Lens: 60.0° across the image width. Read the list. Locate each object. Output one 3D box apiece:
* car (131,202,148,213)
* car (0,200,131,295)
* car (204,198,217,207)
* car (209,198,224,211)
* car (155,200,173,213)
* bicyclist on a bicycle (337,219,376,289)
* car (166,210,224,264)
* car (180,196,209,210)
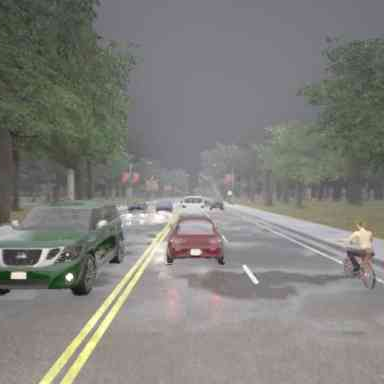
[{"bbox_3d":[-6.580,1.838,41.022,1.895,1.301,4.718,0,0,0],"label":"car"},{"bbox_3d":[-3.347,1.274,9.182,2.150,2.045,5.566,0,0,0],"label":"car"},{"bbox_3d":[3.279,1.841,59.553,2.128,1.511,4.902,0,0,0],"label":"car"},{"bbox_3d":[3.371,1.774,46.302,1.837,1.490,4.892,0,0,0],"label":"car"},{"bbox_3d":[-3.328,1.711,40.430,1.882,1.535,5.008,0,0,0],"label":"car"},{"bbox_3d":[4.166,1.484,8.317,0.866,1.612,1.509,0,0,0],"label":"bicyclist on a bicycle"},{"bbox_3d":[0.106,1.594,11.966,1.812,1.442,4.674,0,0,0],"label":"car"},{"bbox_3d":[0.115,1.398,30.763,2.150,2.045,5.566,0,0,0],"label":"car"}]
